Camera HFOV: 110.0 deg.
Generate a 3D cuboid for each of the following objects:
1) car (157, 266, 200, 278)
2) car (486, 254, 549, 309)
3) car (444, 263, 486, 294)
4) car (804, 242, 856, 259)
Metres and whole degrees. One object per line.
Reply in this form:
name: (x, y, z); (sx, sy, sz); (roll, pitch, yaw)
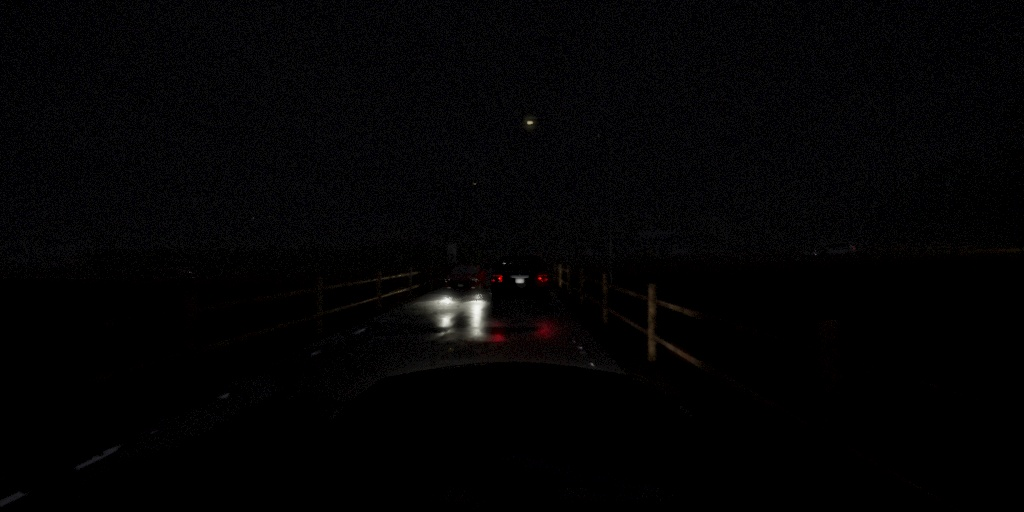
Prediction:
car: (-42.753, 2.051, 46.011); (4.674, 1.442, 1.812); (-1, -2, 2)
car: (0.315, 0.949, 14.988); (2.150, 2.045, 5.566); (0, 0, 1)
car: (-2.531, 1.195, 20.417); (1.882, 1.535, 5.008); (0, 0, 1)
car: (41.953, -0.701, 47.407); (5.566, 2.045, 2.150); (-2, -2, 2)
